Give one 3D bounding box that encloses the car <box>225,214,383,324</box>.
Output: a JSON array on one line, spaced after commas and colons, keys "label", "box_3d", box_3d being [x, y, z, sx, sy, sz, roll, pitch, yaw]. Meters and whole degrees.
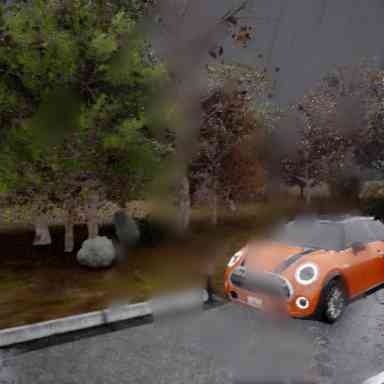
[{"label": "car", "box_3d": [2.826, 1.332, 7.278, 4.553, 1.767, 2.097, 0, 0, -40]}]
